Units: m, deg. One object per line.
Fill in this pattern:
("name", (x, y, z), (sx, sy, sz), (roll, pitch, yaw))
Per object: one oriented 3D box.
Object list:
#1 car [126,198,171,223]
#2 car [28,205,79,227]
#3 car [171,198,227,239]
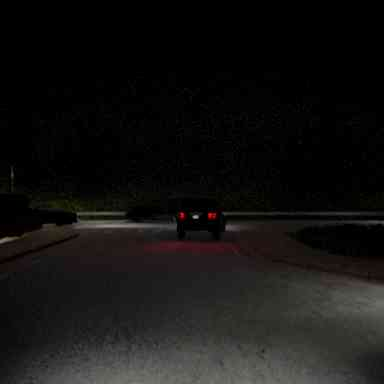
("car", (-2.739, 1.530, 28.420), (5.566, 2.045, 2.150), (0, -1, 0))
("car", (-10.954, 1.757, 24.761), (4.902, 1.511, 2.128), (0, -1, 0))
("car", (0.611, 1.418, 19.005), (2.150, 2.045, 5.566), (0, -2, 9))
